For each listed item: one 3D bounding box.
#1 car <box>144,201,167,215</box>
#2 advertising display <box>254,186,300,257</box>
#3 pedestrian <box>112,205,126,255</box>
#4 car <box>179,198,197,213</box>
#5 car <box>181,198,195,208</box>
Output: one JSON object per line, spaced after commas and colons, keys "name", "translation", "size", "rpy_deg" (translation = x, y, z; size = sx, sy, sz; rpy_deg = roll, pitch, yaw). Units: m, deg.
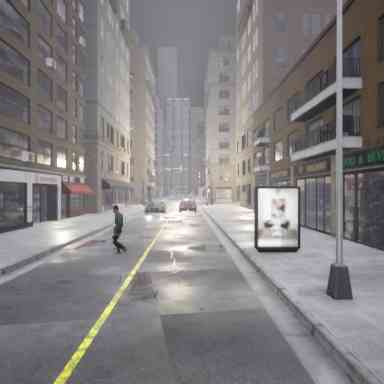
{"name": "car", "translation": [-3.581, 1.551, 33.390], "size": [1.994, 1.385, 4.181], "rpy_deg": [0, 0, -1]}
{"name": "advertising display", "translation": [2.968, 1.024, 11.601], "size": [1.540, 2.440, 0.280], "rpy_deg": [0, 0, -1]}
{"name": "pedestrian", "translation": [-2.623, 1.293, 11.776], "size": [0.375, 1.860, 0.375], "rpy_deg": [0, 0, -11]}
{"name": "car", "translation": [-0.450, 1.584, 37.178], "size": [1.895, 1.301, 4.718], "rpy_deg": [0, 0, -1]}
{"name": "car", "translation": [-0.552, 1.572, 48.182], "size": [1.895, 1.301, 4.718], "rpy_deg": [0, 0, 1]}
